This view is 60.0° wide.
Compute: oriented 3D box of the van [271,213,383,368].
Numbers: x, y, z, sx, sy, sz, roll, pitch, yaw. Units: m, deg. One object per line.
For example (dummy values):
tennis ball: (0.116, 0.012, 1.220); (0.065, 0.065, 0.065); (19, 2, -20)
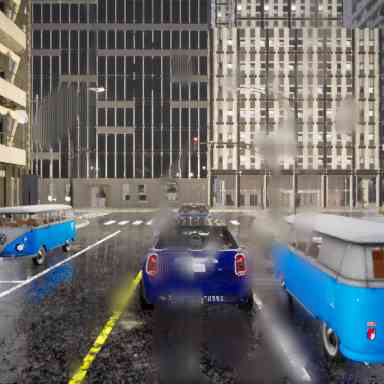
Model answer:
van: (2.559, 1.343, 5.615); (1.690, 1.788, 3.998); (0, 0, 0)

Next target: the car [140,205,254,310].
car: (0.085, 1.354, 7.988); (2.097, 1.767, 4.553); (0, 0, 0)

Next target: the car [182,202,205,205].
car: (0.088, 1.359, 18.015); (2.097, 1.767, 4.553); (0, 0, 0)

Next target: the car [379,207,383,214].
car: (18.984, 1.490, 29.035); (4.829, 1.417, 1.752); (0, 0, 0)

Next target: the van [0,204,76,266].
van: (-5.333, 1.345, 11.283); (1.690, 1.788, 3.998); (0, 0, 0)
